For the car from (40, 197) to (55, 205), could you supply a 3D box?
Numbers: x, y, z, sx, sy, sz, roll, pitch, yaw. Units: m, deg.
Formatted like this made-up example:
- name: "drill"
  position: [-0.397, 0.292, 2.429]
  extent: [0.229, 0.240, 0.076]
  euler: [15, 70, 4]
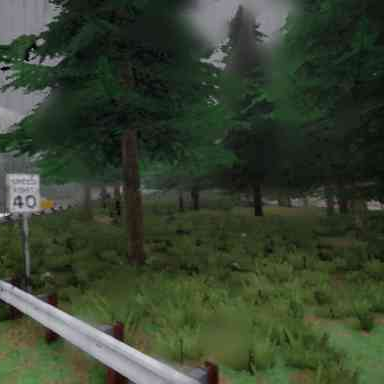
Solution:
- name: "car"
  position: [-14.396, 1.155, 30.726]
  extent: [1.882, 1.535, 5.008]
  euler: [-4, 1, 5]

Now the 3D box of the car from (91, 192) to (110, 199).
- name: "car"
  position: [-12.833, 0.727, 46.289]
  extent: [1.994, 1.385, 4.181]
  euler: [-4, 2, 8]

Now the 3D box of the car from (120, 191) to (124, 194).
- name: "car"
  position: [-13.154, 0.121, 67.541]
  extent: [1.882, 1.535, 5.008]
  euler: [-4, 2, 5]
